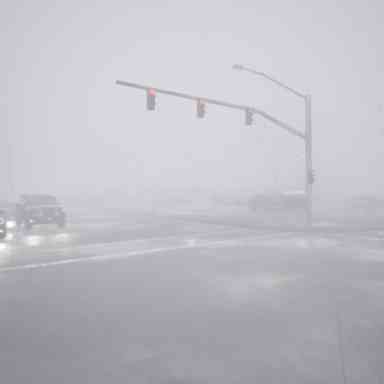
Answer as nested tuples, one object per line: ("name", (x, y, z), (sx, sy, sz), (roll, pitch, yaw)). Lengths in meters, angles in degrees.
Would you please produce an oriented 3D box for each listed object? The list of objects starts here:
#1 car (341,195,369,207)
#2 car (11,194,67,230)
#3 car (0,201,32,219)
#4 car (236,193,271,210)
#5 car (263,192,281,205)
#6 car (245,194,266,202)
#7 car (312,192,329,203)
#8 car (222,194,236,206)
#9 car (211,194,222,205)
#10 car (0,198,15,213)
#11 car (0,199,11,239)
("car", (24.051, 1.184, 49.529), (3.806, 1.475, 1.970), (0, 0, -35))
("car", (-9.761, 1.177, 21.255), (2.150, 2.045, 5.566), (0, 0, -36))
("car", (-15.579, 1.558, 29.362), (1.895, 1.301, 4.718), (0, 0, -36))
("car", (8.392, 1.261, 45.512), (3.806, 1.475, 1.970), (0, 0, -35))
("car", (14.214, 0.944, 63.268), (4.605, 1.855, 1.932), (0, 0, -35))
("car", (12.593, 1.155, 65.670), (3.905, 1.438, 1.784), (0, 0, -35))
("car", (28.502, 0.858, 73.407), (3.866, 1.878, 1.905), (0, 0, -35))
("car", (6.720, 1.230, 47.875), (3.905, 1.438, 1.784), (0, 0, -35))
("car", (5.127, 1.020, 50.036), (4.605, 1.855, 1.932), (0, 0, -35))
("car", (-21.846, 1.506, 38.113), (2.033, 1.411, 5.357), (0, 0, -35))
("car", (-10.479, 1.325, 16.268), (2.097, 1.767, 4.553), (0, 0, -36))
